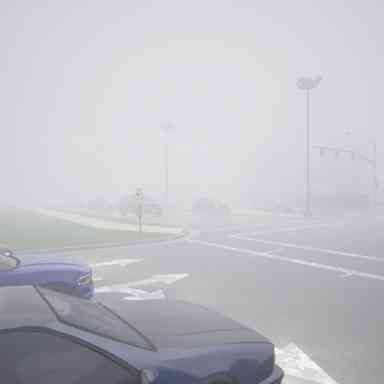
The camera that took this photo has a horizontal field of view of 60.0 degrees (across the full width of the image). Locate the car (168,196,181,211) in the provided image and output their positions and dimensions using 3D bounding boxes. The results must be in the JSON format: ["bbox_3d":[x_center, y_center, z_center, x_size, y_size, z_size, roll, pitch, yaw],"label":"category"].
[{"bbox_3d":[-3.581,1.497,40.594,2.128,1.511,4.902,0,0,-36],"label":"car"}]

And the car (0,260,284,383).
[{"bbox_3d":[-1.687,1.547,2.559,5.357,1.411,2.033,0,0,-35],"label":"car"}]

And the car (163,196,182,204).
[{"bbox_3d":[-3.917,1.575,66.952,1.994,1.385,4.181,0,0,-36],"label":"car"}]

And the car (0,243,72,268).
[{"bbox_3d":[-4.080,1.477,5.156,5.008,1.535,1.882,0,0,-35],"label":"car"}]

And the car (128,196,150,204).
[{"bbox_3d":[-10.258,1.500,63.780,2.128,1.511,4.902,0,0,-36],"label":"car"}]

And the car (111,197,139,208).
[{"bbox_3d":[-10.021,1.554,49.448,2.033,1.411,5.357,0,0,-36],"label":"car"}]

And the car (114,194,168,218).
[{"bbox_3d":[-4.772,1.226,30.351,2.150,2.045,5.566,0,0,-36],"label":"car"}]

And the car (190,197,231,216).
[{"bbox_3d":[1.824,1.359,33.190,2.097,1.767,4.553,0,0,-36],"label":"car"}]

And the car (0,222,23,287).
[{"bbox_3d":[-6.439,1.564,7.773,4.181,1.385,1.994,0,0,-35],"label":"car"}]

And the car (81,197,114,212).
[{"bbox_3d":[-10.651,1.496,38.411,2.128,1.511,4.902,0,0,-36],"label":"car"}]

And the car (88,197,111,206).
[{"bbox_3d":[-16.210,1.554,58.096,2.033,1.411,5.357,0,0,-35],"label":"car"}]

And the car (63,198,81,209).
[{"bbox_3d":[-16.524,1.568,46.505,1.994,1.385,4.181,0,0,-36],"label":"car"}]

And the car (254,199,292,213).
[{"bbox_3d":[9.021,1.535,37.238,1.812,1.442,4.674,0,0,-36],"label":"car"}]
